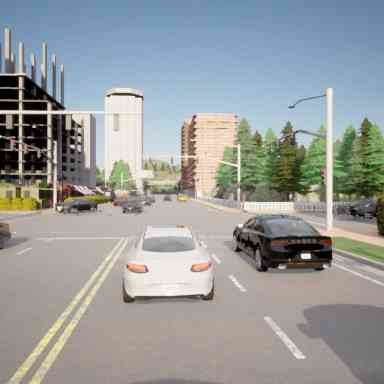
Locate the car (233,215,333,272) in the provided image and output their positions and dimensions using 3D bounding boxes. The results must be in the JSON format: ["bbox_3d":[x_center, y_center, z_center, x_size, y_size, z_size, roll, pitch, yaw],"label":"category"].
[{"bbox_3d":[2.665,1.478,10.903,1.882,1.535,5.008,0,0,-5],"label":"car"}]

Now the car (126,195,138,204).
[{"bbox_3d":[-11.977,1.478,67.067,1.882,1.535,5.008,0,0,-4],"label":"car"}]

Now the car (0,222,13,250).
[{"bbox_3d":[-8.094,1.547,11.365,2.033,1.411,5.357,0,0,-6],"label":"car"}]

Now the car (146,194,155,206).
[{"bbox_3d":[-7.523,1.492,53.045,2.128,1.511,4.902,0,0,-4],"label":"car"}]

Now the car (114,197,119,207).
[{"bbox_3d":[-10.928,1.477,51.599,1.882,1.535,5.008,0,0,-4],"label":"car"}]

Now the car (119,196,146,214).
[{"bbox_3d":[-6.320,1.506,35.835,1.837,1.490,4.892,0,-1,-3],"label":"car"}]

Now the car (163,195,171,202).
[{"bbox_3d":[-5.732,1.517,77.691,2.128,1.511,4.902,0,0,-4],"label":"car"}]

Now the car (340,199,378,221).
[{"bbox_3d":[15.009,1.491,26.733,4.902,1.511,2.128,0,0,-3],"label":"car"}]

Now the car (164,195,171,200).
[{"bbox_3d":[-6.362,1.379,86.262,1.994,1.385,4.181,0,0,-4],"label":"car"}]

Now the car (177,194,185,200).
[{"bbox_3d":[-2.871,1.304,86.518,1.882,1.535,5.008,0,0,-4],"label":"car"}]

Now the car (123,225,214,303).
[{"bbox_3d":[-0.597,1.526,8.162,1.812,1.442,4.674,0,0,-5],"label":"car"}]

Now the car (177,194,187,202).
[{"bbox_3d":[-2.169,1.470,76.971,1.882,1.535,5.008,0,0,-4],"label":"car"}]

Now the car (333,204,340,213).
[{"bbox_3d":[17.026,1.491,34.053,4.902,1.511,2.128,0,0,-3],"label":"car"}]

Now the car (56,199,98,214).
[{"bbox_3d":[-12.113,1.493,35.306,2.128,1.511,4.902,0,0,26],"label":"car"}]
